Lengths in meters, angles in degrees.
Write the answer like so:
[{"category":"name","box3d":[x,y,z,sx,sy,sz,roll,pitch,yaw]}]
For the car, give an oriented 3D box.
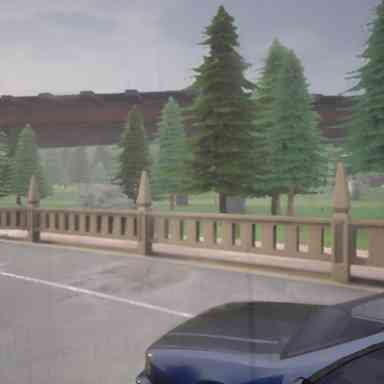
[{"category":"car","box3d":[2.081,1.534,2.423,5.357,1.411,2.033,0,0,35]}]
